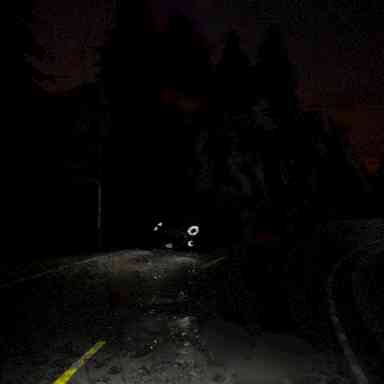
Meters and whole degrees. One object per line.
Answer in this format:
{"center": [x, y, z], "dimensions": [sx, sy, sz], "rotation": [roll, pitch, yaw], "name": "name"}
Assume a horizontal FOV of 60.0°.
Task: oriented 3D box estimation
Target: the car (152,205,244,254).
{"center": [0.412, 1.354, 13.662], "dimensions": [2.097, 1.767, 4.553], "rotation": [2, 0, 33], "name": "car"}
